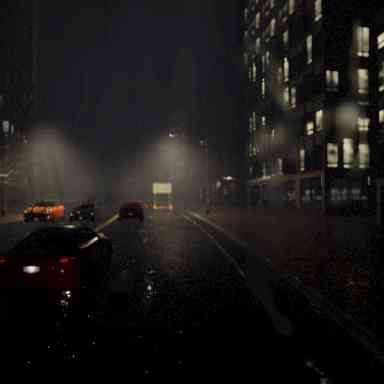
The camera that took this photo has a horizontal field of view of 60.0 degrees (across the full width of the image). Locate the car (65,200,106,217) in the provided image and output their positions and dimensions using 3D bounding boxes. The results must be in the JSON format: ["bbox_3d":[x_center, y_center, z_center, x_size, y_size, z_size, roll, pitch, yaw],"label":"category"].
[{"bbox_3d":[-8.252,1.593,26.139,1.812,1.442,4.674,0,0,-7],"label":"car"}]

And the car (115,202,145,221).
[{"bbox_3d":[-4.995,1.552,27.911,1.882,1.535,5.008,0,0,-7],"label":"car"}]

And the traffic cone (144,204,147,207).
[{"bbox_3d":[-6.445,2.087,47.901,0.340,0.580,0.340,0,0,-11],"label":"traffic cone"}]

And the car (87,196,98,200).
[{"bbox_3d":[-20.187,1.510,67.503,2.097,1.767,4.553,0,0,-17],"label":"car"}]

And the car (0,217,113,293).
[{"bbox_3d":[-3.430,1.590,8.951,1.994,1.385,4.181,0,0,-2],"label":"car"}]

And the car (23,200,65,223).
[{"bbox_3d":[-11.550,1.416,26.308,2.097,1.767,4.553,0,0,-7],"label":"car"}]

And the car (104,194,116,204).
[{"bbox_3d":[-16.313,1.390,65.959,2.150,2.045,5.566,0,0,-16],"label":"car"}]

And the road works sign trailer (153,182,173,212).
[{"bbox_3d":[-3.712,0.581,41.315,2.380,3.560,2.880,0,0,-11],"label":"road works sign trailer"}]
